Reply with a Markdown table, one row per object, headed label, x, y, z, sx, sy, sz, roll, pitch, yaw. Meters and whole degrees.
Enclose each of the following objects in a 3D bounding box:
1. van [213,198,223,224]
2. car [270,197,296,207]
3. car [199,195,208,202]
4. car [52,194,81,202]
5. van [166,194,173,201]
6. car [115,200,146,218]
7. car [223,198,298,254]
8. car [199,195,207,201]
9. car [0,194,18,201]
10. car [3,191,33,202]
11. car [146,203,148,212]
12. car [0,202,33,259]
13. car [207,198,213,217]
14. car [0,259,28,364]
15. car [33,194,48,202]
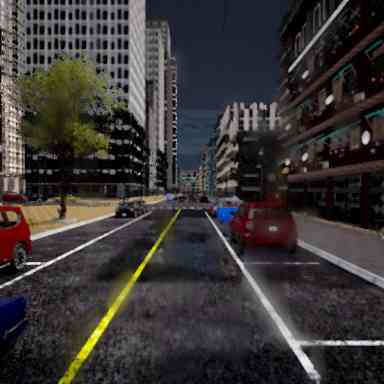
| label | x | y | z | sx | sy | sz | roll | pitch | yaw |
| --- | --- | --- | --- | --- | --- | --- | --- | --- | --- |
| van | 2.691 | 1.324 | 24.519 | 1.690 | 1.788 | 3.998 | 0 | 0 | 0 |
| car | 16.036 | 1.726 | 58.766 | 4.097 | 1.590 | 1.967 | 1 | -1 | -1 |
| car | 2.700 | 1.529 | 74.960 | 1.947 | 1.339 | 4.313 | 0 | 0 | 0 |
| car | -22.023 | 1.092 | 58.427 | 4.829 | 1.417 | 1.752 | 1 | -1 | -1 |
| van | -5.680 | 1.301 | 84.927 | 1.690 | 1.788 | 3.998 | 0 | 0 | 0 |
| car | -5.688 | 1.545 | 30.070 | 1.947 | 1.339 | 4.313 | 0 | 0 | 0 |
| car | 2.689 | 1.305 | 13.416 | 2.192 | 1.841 | 5.009 | 0 | 0 | 0 |
| car | 2.701 | 1.505 | 84.927 | 1.887 | 1.381 | 4.507 | 0 | 0 | 0 |
| car | -33.087 | 0.941 | 58.215 | 4.206 | 1.307 | 1.802 | 1 | -1 | -1 |
| car | -27.362 | 0.810 | 49.903 | 5.009 | 1.841 | 2.192 | 1 | -1 | -1 |
| car | -5.687 | 1.543 | 35.316 | 1.947 | 1.339 | 4.313 | 0 | 0 | 0 |
| car | -5.692 | 1.308 | 7.866 | 2.192 | 1.841 | 5.009 | 0 | 0 | 0 |
| car | 2.692 | 1.420 | 30.069 | 1.967 | 1.590 | 4.097 | 0 | 0 | 0 |
| car | -3.098 | 1.599 | 2.177 | 1.895 | 1.301 | 4.718 | 0 | 0 | 0 |
| car | -27.468 | 1.030 | 58.278 | 4.313 | 1.339 | 1.947 | 1 | -1 | -1 |
